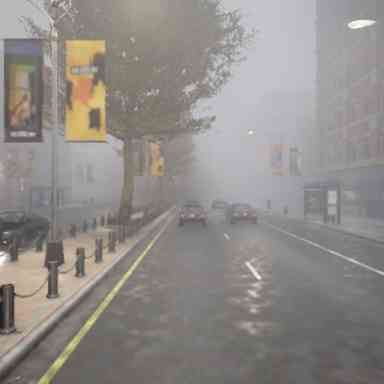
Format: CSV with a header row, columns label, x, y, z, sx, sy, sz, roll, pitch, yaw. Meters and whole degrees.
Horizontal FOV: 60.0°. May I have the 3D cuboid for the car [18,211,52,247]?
label,x,y,z,sx,sy,sz,roll,pitch,yaw
car,-8.001,1.586,14.947,1.994,1.385,4.181,0,2,0

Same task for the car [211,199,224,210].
label,x,y,z,sx,sy,sz,roll,pitch,yaw
car,3.590,1.559,43.298,1.994,1.385,4.181,0,0,0

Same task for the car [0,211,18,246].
label,x,y,z,sx,sy,sz,roll,pitch,yaw
car,-8.000,1.413,10.586,2.128,1.511,4.902,0,4,0

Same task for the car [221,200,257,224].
label,x,y,z,sx,sy,sz,roll,pitch,yaw
car,3.555,1.545,24.643,2.033,1.411,5.357,0,0,0

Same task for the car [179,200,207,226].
label,x,y,z,sx,sy,sz,roll,pitch,yaw
car,0.049,1.545,23.375,2.033,1.411,5.357,0,0,0

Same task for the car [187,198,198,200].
label,x,y,z,sx,sy,sz,roll,pitch,yaw
car,0.090,1.500,43.233,1.837,1.490,4.892,0,0,0
